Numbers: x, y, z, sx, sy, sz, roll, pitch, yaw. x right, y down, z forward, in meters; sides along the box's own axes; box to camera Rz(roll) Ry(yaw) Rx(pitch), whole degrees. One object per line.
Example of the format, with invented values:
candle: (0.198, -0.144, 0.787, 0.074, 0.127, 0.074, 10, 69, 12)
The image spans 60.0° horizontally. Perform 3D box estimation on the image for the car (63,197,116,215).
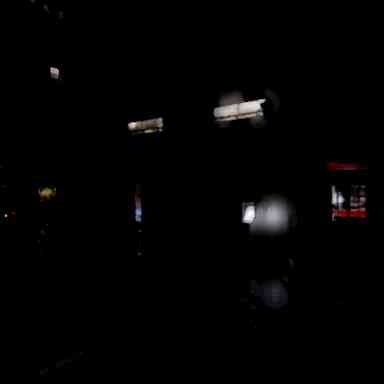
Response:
car: (-9.963, 1.309, 32.637, 1.752, 1.417, 4.829, 1, 1, 36)

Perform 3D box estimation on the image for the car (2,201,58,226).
car: (-10.504, 1.432, 22.608, 1.994, 1.385, 4.181, 0, 1, 35)

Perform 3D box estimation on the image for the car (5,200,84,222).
car: (-11.502, 1.397, 26.337, 2.033, 1.411, 5.357, 0, 1, 36)

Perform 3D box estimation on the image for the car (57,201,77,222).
car: (-6.798, 1.373, 23.581, 2.008, 1.369, 4.403, 1, 1, 36)
